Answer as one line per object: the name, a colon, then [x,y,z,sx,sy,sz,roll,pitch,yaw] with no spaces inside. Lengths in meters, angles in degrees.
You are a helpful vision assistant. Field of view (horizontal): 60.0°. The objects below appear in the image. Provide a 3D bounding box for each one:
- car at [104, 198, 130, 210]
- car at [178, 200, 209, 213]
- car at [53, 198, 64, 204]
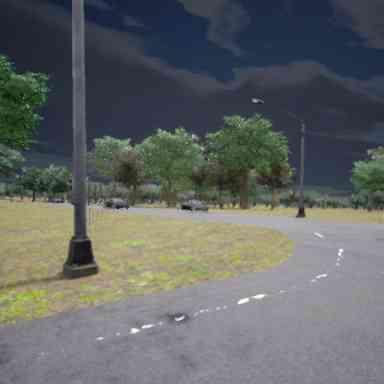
car: [-9.570,1.451,42.087,1.882,1.535,5.008,3,-2,-35]
car: [0.132,1.722,40.393,2.128,1.511,4.902,3,-2,-35]
car: [-31.544,2.186,78.574,1.895,1.301,4.718,3,-3,-28]
